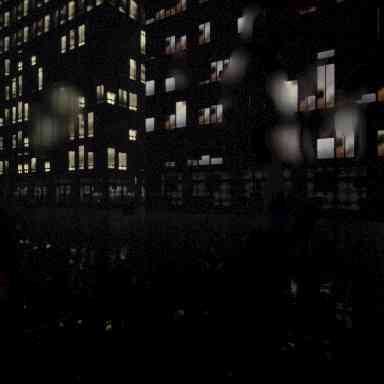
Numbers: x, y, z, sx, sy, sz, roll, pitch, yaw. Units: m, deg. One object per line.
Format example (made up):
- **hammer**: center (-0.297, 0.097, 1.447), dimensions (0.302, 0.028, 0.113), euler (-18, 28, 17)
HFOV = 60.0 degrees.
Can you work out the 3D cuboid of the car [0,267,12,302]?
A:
- **car**: center (-5.559, 1.526, 6.817), dimensions (4.829, 1.417, 1.752), euler (0, 0, 35)
